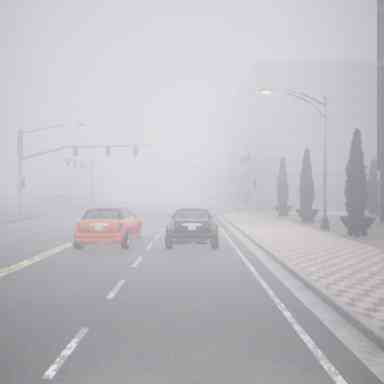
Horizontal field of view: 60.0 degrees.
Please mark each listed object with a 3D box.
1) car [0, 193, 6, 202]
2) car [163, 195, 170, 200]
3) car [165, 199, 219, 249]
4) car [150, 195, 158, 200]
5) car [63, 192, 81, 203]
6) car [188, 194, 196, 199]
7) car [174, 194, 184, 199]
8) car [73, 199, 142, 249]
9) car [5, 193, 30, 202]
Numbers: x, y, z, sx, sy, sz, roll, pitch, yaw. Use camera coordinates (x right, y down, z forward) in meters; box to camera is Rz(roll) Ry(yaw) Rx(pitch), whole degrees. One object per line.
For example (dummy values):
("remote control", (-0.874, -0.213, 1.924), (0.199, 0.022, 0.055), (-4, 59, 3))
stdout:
("car", (-38.927, 1.361, 68.777), (1.784, 1.438, 3.905), (0, 0, 0))
("car", (-7.000, 1.520, 91.154), (1.812, 1.442, 4.674), (0, 0, 0))
("car", (0.000, 1.364, 14.620), (2.097, 1.767, 4.553), (0, 0, 0))
("car", (-10.500, 1.520, 91.154), (1.812, 1.442, 4.674), (0, 0, 0))
("car", (-30.210, 1.393, 83.848), (1.970, 1.475, 3.806), (0, 0, 0))
("car", (0.000, 1.516, 86.228), (1.895, 1.301, 4.718), (0, 0, 0))
("car", (-3.500, 1.474, 86.198), (1.994, 1.385, 4.181), (0, 0, 0))
("car", (-3.500, 1.364, 14.620), (2.097, 1.767, 4.553), (0, 0, 0))
("car", (-36.032, 1.393, 68.766), (1.970, 1.475, 3.806), (0, 0, 0))
